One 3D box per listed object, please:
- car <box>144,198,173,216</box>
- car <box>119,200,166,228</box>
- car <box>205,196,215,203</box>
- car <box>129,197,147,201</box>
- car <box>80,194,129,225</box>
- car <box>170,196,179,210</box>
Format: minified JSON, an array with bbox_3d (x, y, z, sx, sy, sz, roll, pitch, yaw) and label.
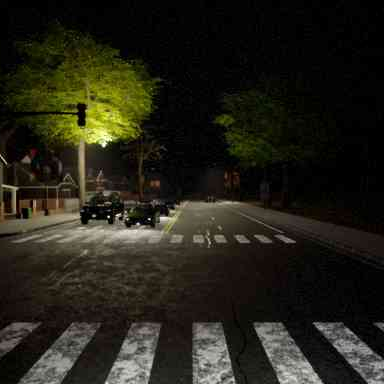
[{"bbox_3d":[-3.177,1.556,31.847,1.994,1.385,4.181,0,0,0],"label":"car"},{"bbox_3d":[-3.230,1.541,22.649,2.033,1.411,5.357,0,0,0],"label":"car"},{"bbox_3d":[3.715,1.505,67.605,1.837,1.490,4.892,0,0,1],"label":"car"},{"bbox_3d":[-6.410,1.540,34.970,2.033,1.411,5.357,0,0,0],"label":"car"},{"bbox_3d":[-6.473,1.214,24.663,2.150,2.045,5.566,0,0,0],"label":"car"},{"bbox_3d":[-3.118,1.541,42.232,2.033,1.411,5.357,0,0,0],"label":"car"}]
